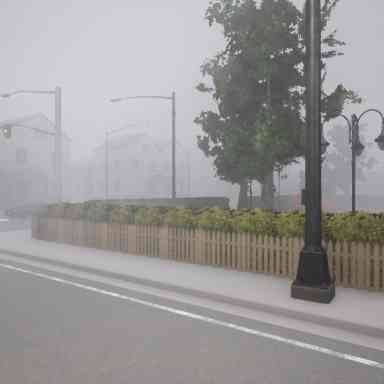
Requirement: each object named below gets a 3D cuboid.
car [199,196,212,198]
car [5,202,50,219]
[{"bbox_3d":[1.890,1.352,52.023,2.097,1.767,4.553,0,0,35],"label":"car"},{"bbox_3d":[-14.017,1.564,29.258,1.994,1.385,4.181,0,0,35],"label":"car"}]
